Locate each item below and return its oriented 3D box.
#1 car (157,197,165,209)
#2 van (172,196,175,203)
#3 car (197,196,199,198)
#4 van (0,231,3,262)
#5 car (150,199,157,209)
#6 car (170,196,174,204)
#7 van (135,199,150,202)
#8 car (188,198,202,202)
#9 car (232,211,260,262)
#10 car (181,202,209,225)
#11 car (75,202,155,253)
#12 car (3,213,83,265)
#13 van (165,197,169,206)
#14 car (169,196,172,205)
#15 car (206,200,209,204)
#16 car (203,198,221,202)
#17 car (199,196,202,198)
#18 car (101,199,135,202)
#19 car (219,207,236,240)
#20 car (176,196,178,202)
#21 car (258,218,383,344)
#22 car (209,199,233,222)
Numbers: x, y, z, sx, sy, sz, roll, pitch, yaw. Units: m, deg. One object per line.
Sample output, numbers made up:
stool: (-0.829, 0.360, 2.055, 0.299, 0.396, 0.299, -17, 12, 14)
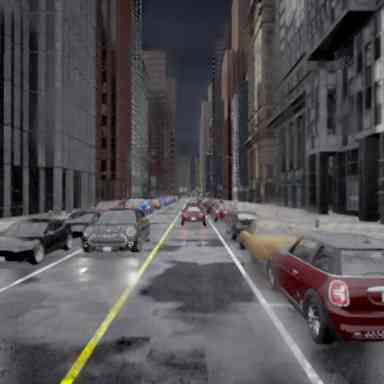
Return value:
car: (-5.746, 1.879, 51.616, 1.967, 1.590, 4.097, 0, 0, 0)
van: (-5.735, 2.024, 79.799, 1.690, 1.788, 3.998, 0, -1, 0)
car: (2.795, 2.366, 91.072, 1.802, 1.307, 4.206, 0, -1, 0)
van: (-5.764, 1.397, 6.524, 1.690, 1.788, 3.998, 0, 0, 0)
car: (-5.750, 1.783, 40.343, 1.967, 1.590, 4.097, 0, 0, 0)
car: (-5.736, 2.184, 74.160, 2.008, 1.369, 4.403, 0, -1, 0)
van: (-5.753, 1.636, 34.707, 1.690, 1.788, 3.998, 0, 0, 0)
car: (0.117, 1.893, 45.684, 1.837, 1.490, 4.892, 0, 0, 0)
car: (2.764, 1.631, 12.337, 1.752, 1.417, 4.829, 0, 0, 0)
car: (0.110, 1.746, 25.978, 1.812, 1.442, 4.674, 0, 0, 0)
car: (-3.029, 1.473, 14.198, 2.097, 1.767, 4.553, 0, 0, 1)
car: (-5.761, 1.670, 12.159, 1.947, 1.339, 4.313, 0, 0, 0)
van: (-5.741, 1.876, 62.890, 1.690, 1.788, 3.998, 0, 0, 0)
car: (-5.739, 2.107, 68.355, 1.752, 1.417, 4.829, 0, 0, 0)
car: (2.773, 1.861, 34.711, 1.947, 1.339, 4.313, 0, 0, 0)
car: (2.775, 1.658, 40.350, 2.192, 1.841, 5.009, 0, 0, 0)
car: (2.784, 1.975, 62.892, 1.967, 1.590, 4.097, 0, 0, 0)
car: (-5.757, 1.514, 23.434, 2.192, 1.841, 5.009, 0, 0, 0)
car: (2.766, 1.702, 17.803, 2.008, 1.369, 4.403, 0, 0, 0)
car: (-5.731, 2.099, 91.072, 2.192, 1.841, 5.009, 0, -1, 0)
car: (2.762, 1.496, 6.532, 1.967, 1.590, 4.097, 0, 0, 0)
car: (2.771, 1.687, 29.076, 1.967, 1.590, 4.097, 0, 0, 0)
